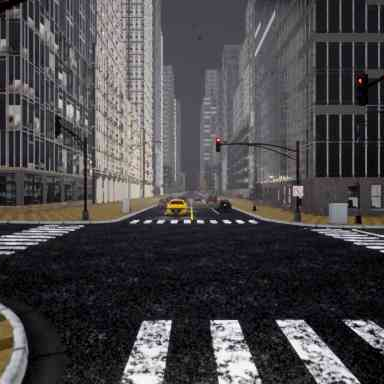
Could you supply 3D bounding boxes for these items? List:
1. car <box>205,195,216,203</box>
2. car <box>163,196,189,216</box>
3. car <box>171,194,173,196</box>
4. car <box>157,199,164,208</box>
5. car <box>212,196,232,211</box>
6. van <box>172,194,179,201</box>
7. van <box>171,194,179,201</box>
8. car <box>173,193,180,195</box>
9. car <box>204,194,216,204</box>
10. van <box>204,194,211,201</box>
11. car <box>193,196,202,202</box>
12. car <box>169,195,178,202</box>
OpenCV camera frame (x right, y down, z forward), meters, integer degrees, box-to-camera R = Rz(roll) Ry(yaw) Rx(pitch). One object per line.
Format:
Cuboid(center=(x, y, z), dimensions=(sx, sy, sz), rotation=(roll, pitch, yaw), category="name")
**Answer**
Cuboid(center=(3.786, 1.432, 69.460), dimensions=(1.967, 1.590, 4.097), rotation=(0, 0, 0), category="car")
Cuboid(center=(-1.487, 1.495, 33.315), dimensions=(1.882, 1.535, 5.008), rotation=(0, 0, 0), category="car")
Cuboid(center=(-4.073, 1.564, 63.901), dimensions=(1.947, 1.339, 4.313), rotation=(0, 0, 0), category="car")
Cuboid(center=(-4.009, 1.593, 47.319), dimensions=(1.802, 1.307, 4.206), rotation=(0, 0, 0), category="car")
Cuboid(center=(3.942, 1.579, 41.823), dimensions=(1.947, 1.339, 4.313), rotation=(0, 0, 0), category="car")
Cuboid(center=(-4.158, 1.315, 86.012), dimensions=(1.690, 1.788, 3.998), rotation=(0, 0, 0), category="van")
Cuboid(center=(-4.137, 1.321, 80.484), dimensions=(1.690, 1.788, 3.998), rotation=(0, 0, 0), category="van")
Cuboid(center=(-1.555, 1.359, 53.395), dimensions=(2.097, 1.767, 4.553), rotation=(0, 0, 0), category="car")
Cuboid(center=(3.807, 1.313, 63.931), dimensions=(2.192, 1.841, 5.009), rotation=(0, 0, 0), category="car")
Cuboid(center=(3.743, 1.321, 80.515), dimensions=(1.690, 1.788, 3.998), rotation=(0, 0, 0), category="van")
Cuboid(center=(1.219, 1.529, 72.936), dimensions=(2.033, 1.411, 5.357), rotation=(0, 0, 0), category="car")
Cuboid(center=(-4.116, 1.426, 74.957), dimensions=(1.967, 1.590, 4.097), rotation=(0, 0, 0), category="car")
